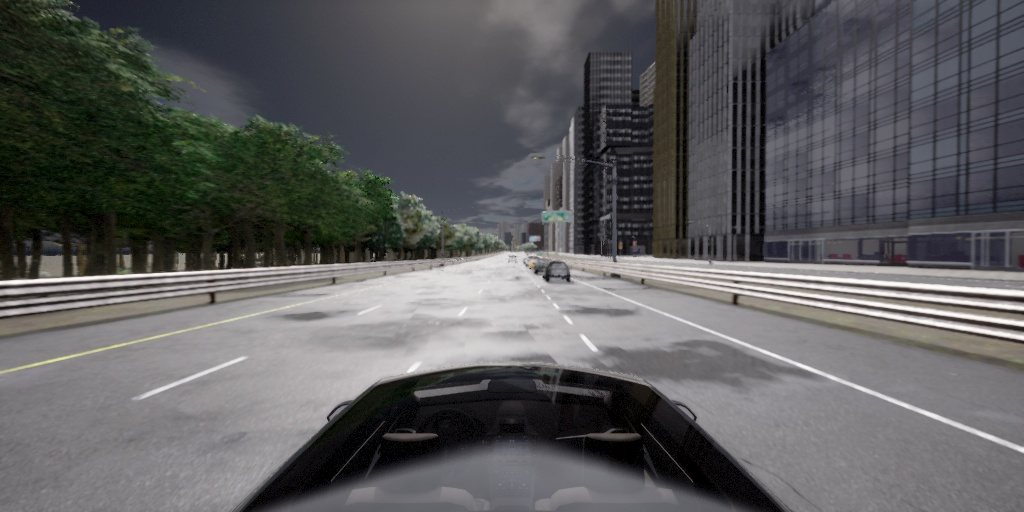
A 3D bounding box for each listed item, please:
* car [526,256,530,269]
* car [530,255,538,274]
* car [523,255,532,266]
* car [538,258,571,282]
[{"bbox_3d":[3.400,1.165,50.899,1.882,1.535,5.008,0,0,-2],"label":"car"},{"bbox_3d":[3.447,1.063,39.726,2.097,1.767,4.553,0,0,0],"label":"car"},{"bbox_3d":[3.460,0.876,61.728,2.150,2.045,5.566,0,0,0],"label":"car"},{"bbox_3d":[3.474,1.157,28.764,2.033,1.649,4.856,0,0,0],"label":"car"}]
